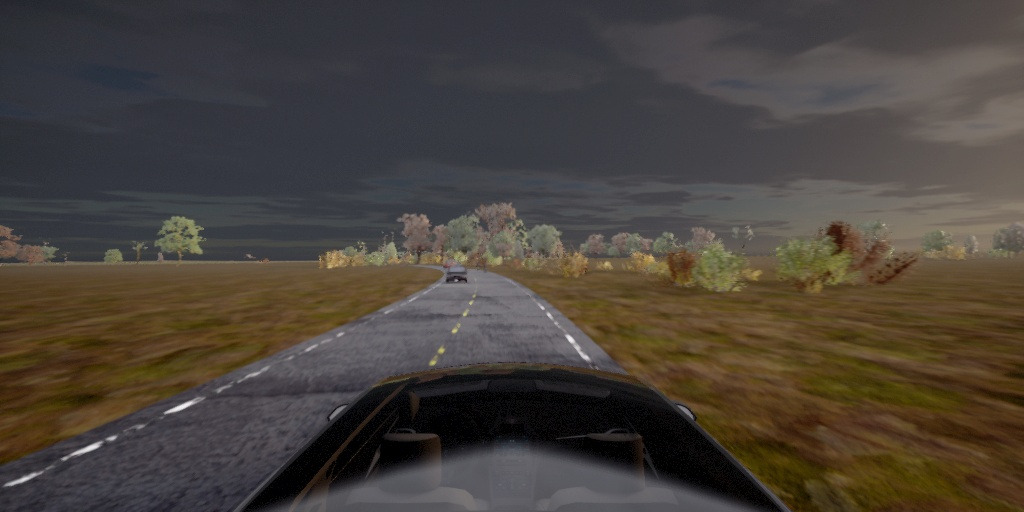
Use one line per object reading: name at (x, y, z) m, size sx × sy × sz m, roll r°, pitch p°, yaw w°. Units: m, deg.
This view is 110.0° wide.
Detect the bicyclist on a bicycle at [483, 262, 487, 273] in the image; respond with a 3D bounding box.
bicyclist on a bicycle at (-3.888, 1.687, 52.171) m, size 0.582 × 1.620 × 1.656 m, roll 0°, pitch -1°, yaw -11°

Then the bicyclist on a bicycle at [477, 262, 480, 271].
bicyclist on a bicycle at (-5.741, 1.784, 61.066) m, size 0.582 × 1.620 × 1.656 m, roll 0°, pitch -1°, yaw -13°

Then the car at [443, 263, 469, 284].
car at (-4.734, 1.593, 31.339) m, size 2.033 × 1.411 × 5.357 m, roll 0°, pitch -1°, yaw -6°
